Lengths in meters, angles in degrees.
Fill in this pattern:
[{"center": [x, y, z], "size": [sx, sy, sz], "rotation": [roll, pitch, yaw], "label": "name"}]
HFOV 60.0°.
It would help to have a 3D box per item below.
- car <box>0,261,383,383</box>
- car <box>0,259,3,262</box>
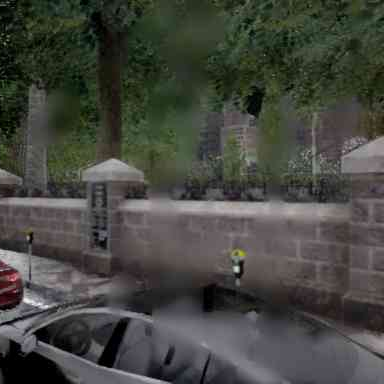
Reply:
[{"center": [-0.407, 1.572, 3.247], "size": [4.313, 1.339, 1.947], "rotation": [0, 0, 35], "label": "car"}, {"center": [-4.904, 1.600, 6.457], "size": [4.206, 1.307, 1.802], "rotation": [0, 0, 35], "label": "car"}]
